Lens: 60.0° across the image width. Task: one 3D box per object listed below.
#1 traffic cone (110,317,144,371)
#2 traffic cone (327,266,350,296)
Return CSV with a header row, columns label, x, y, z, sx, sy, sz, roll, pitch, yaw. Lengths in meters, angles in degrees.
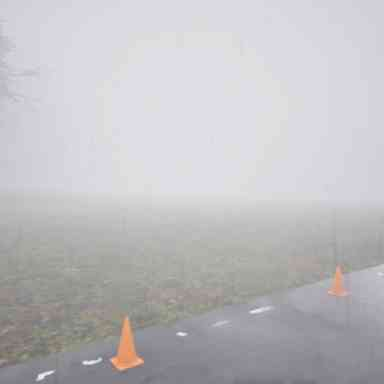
label,x,y,z,sx,sy,sz,roll,pitch,yaw
traffic cone,-0.857,1.949,4.395,0.340,0.580,0.340,0,0,-36
traffic cone,3.213,1.928,7.299,0.340,0.580,0.340,0,0,-36
